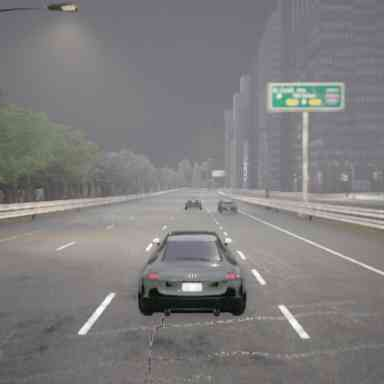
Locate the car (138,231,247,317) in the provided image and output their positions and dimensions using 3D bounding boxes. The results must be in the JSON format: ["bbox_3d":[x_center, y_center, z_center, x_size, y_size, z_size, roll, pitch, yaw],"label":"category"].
[{"bbox_3d":[0.006,1.561,7.564,1.994,1.385,4.181,0,0,0],"label":"car"}]

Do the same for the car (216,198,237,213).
[{"bbox_3d":[3.742,1.430,36.181,2.128,1.511,4.902,0,0,0],"label":"car"}]

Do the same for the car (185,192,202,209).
[{"bbox_3d":[0.202,1.256,43.187,2.097,1.767,4.553,0,0,1],"label":"car"}]
